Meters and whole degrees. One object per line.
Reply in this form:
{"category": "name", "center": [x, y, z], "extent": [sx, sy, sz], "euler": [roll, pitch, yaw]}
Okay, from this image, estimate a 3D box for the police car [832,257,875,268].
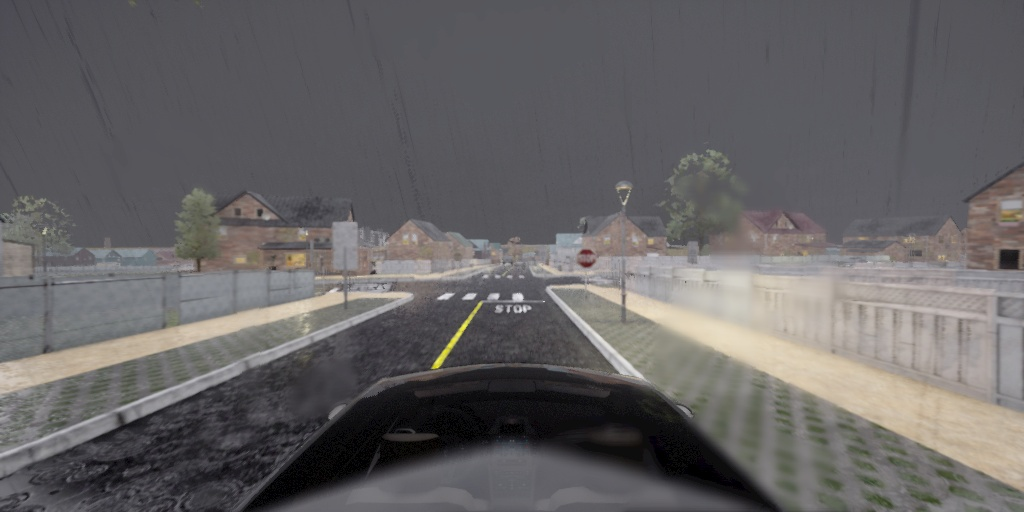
{"category": "police car", "center": [37.541, 0.957, 39.486], "extent": [4.974, 1.542, 2.038], "euler": [0, 2, -17]}
